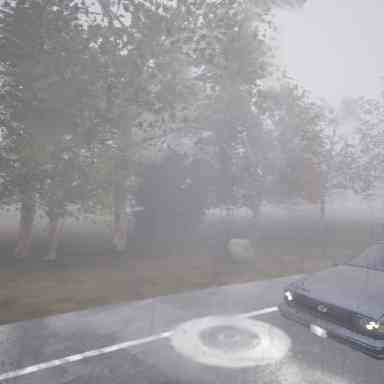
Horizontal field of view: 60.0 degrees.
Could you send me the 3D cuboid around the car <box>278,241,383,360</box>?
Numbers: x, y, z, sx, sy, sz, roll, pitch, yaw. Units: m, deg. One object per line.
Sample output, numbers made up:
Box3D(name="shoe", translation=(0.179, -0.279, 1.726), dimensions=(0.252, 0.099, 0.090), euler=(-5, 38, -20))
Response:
Box3D(name="car", translation=(4.104, 1.578, 5.941), dimensions=(5.357, 1.411, 2.033), euler=(1, 0, -29))
